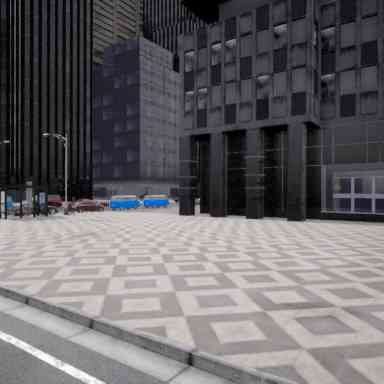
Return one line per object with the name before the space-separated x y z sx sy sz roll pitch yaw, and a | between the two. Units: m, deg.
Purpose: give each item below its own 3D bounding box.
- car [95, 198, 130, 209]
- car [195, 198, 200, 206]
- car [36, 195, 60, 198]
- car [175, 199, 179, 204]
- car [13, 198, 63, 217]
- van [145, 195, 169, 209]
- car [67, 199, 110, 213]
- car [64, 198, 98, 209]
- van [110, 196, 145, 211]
car | -10.993 1.574 46.186 1.895 1.301 4.718 0 0 36
car | 1.821 1.570 54.087 1.802 1.307 4.206 0 0 35
car | -18.293 1.285 40.527 2.192 1.841 5.009 0 0 35
car | -1.079 1.485 59.949 1.895 1.301 4.718 0 0 35
car | -14.640 1.549 30.960 2.008 1.369 4.403 0 0 35
van | -4.763 1.330 44.836 1.690 1.788 3.998 0 0 35
car | -11.348 1.576 35.585 1.802 1.307 4.206 0 0 35
car | -15.002 1.549 45.153 1.802 1.307 4.206 0 0 35
van | -8.055 1.332 40.211 1.690 1.788 3.998 0 0 35
